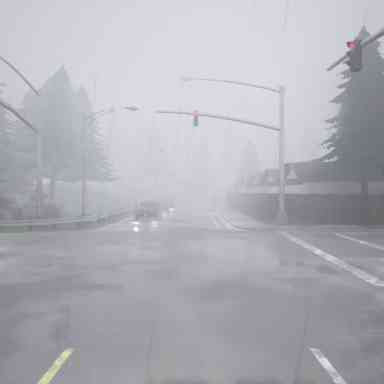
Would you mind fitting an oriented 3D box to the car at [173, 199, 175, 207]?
[{"bbox_3d":[-3.502,1.504,48.302,1.837,1.490,4.892,0,0,2],"label":"car"}]

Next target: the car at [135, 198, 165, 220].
[{"bbox_3d":[-3.596,1.505,28.033,1.837,1.490,4.892,0,0,0],"label":"car"}]

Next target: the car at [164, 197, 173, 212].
[{"bbox_3d":[-3.588,1.564,37.947,1.994,1.385,4.181,0,0,0],"label":"car"}]
